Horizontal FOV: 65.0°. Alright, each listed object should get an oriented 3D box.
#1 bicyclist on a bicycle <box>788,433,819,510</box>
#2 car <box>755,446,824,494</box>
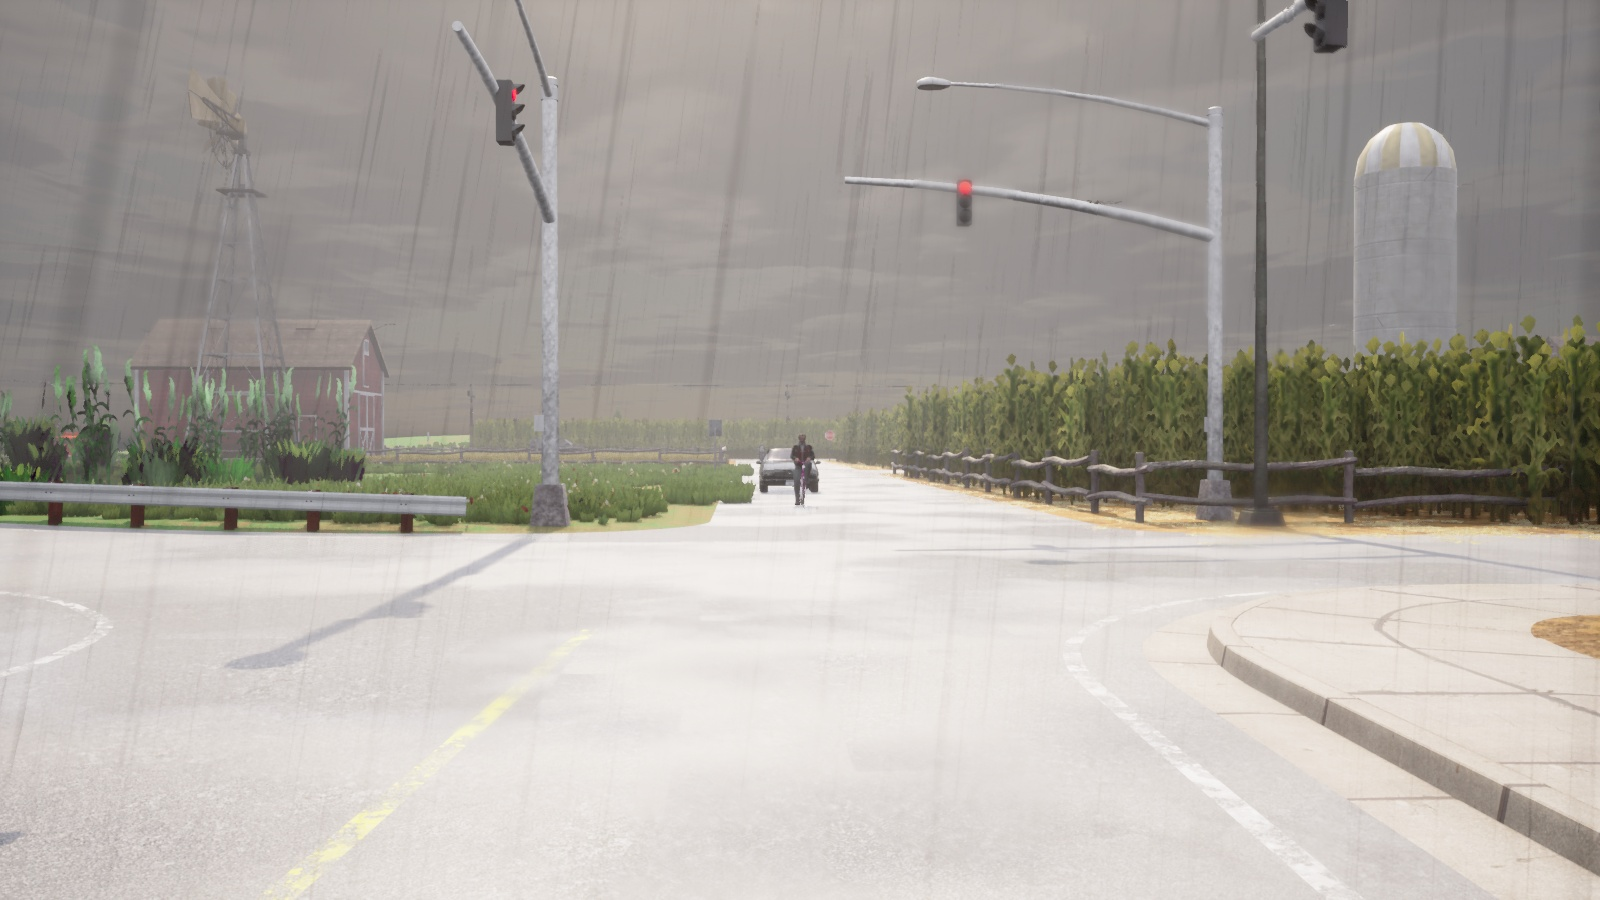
[{"bbox_3d":[0.067,0.484,29.789,0.659,1.776,1.843,0,0,-3],"label":"bicyclist on a bicycle"},{"bbox_3d":[-0.403,0.601,40.323,2.033,1.411,5.357,0,0,-2],"label":"car"}]
